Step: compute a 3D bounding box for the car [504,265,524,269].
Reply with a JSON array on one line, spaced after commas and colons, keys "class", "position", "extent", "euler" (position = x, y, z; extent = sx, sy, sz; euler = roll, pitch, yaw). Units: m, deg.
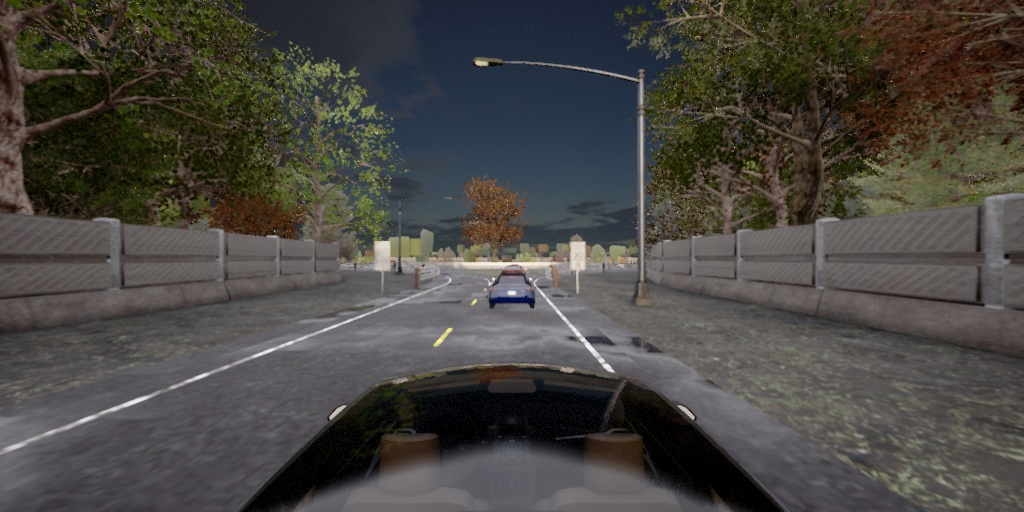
[{"class": "car", "position": [0.226, 1.504, 31.204], "extent": [1.882, 1.535, 5.008], "euler": [0, 0, 6]}]

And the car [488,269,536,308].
[{"class": "car", "position": [0.006, 1.450, 16.158], "extent": [1.994, 1.385, 4.181], "euler": [0, 0, 0]}]
